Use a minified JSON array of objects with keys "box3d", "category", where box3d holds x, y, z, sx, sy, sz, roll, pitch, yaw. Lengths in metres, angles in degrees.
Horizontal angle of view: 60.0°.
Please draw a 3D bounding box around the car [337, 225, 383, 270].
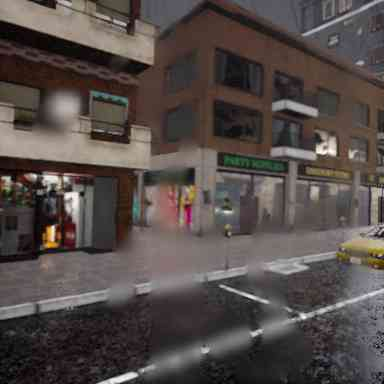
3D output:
[{"box3d":[6.576,1.635,10.755,4.829,1.417,1.752,1,2,-35],"category":"car"}]
